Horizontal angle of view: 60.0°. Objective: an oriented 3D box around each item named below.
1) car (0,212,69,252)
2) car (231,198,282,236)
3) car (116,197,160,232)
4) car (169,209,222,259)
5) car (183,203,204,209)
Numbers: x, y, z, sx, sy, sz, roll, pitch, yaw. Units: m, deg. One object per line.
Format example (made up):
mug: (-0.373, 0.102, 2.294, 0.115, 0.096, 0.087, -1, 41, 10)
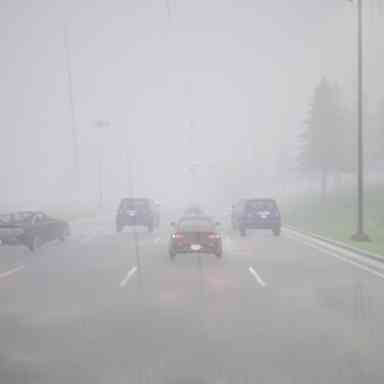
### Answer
car: (-6.875, 1.581, 14.245, 2.128, 1.511, 4.902, 0, 0, 0)
car: (3.634, 1.348, 19.566, 2.150, 2.045, 5.566, 0, 0, 0)
car: (-3.363, 1.358, 21.412, 2.150, 2.045, 5.566, 0, 0, 0)
car: (0.124, 1.610, 12.930, 1.812, 1.442, 4.674, 0, 0, 0)
car: (0.154, 1.725, 30.993, 1.812, 1.442, 4.674, 0, 0, 0)
